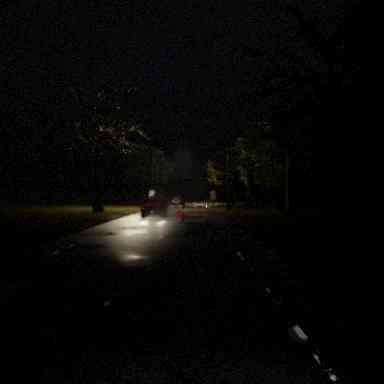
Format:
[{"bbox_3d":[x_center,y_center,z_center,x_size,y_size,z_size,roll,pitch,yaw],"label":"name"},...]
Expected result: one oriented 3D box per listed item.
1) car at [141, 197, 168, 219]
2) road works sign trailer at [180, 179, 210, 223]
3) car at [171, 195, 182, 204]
[{"bbox_3d":[-3.574,1.475,32.440,2.150,2.045,5.566,0,-1,0],"label":"car"},{"bbox_3d":[0.179,0.677,27.889,2.380,3.560,2.880,0,0,-5],"label":"road works sign trailer"},{"bbox_3d":[-3.451,1.669,75.326,2.150,2.045,5.566,0,-1,0],"label":"car"}]
